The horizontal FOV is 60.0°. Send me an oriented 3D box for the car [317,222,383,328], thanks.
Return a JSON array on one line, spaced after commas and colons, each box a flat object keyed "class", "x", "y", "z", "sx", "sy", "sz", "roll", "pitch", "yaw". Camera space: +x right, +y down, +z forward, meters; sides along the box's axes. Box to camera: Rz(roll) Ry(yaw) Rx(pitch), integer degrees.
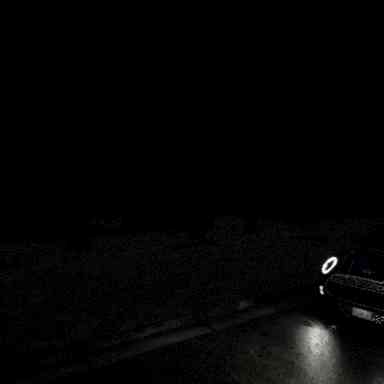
[{"class": "car", "x": 4.534, "y": 1.353, "z": 6.616, "sx": 4.553, "sy": 1.767, "sz": 2.097, "roll": 0, "pitch": 0, "yaw": -36}]
